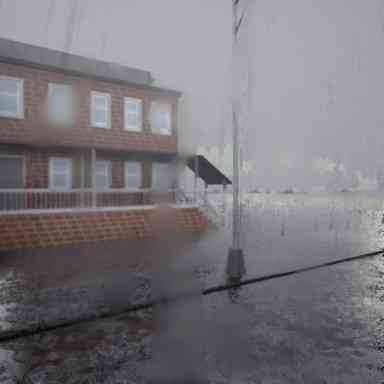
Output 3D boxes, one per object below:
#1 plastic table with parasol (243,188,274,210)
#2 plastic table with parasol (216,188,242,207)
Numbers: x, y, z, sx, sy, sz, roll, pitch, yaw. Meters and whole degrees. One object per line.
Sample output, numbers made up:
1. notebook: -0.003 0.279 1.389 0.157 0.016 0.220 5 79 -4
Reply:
1. plastic table with parasol: 7.564 0.763 38.005 2.482 2.480 2.482 0 0 -35
2. plastic table with parasol: 5.076 0.750 45.578 2.482 2.480 2.482 0 0 -35
